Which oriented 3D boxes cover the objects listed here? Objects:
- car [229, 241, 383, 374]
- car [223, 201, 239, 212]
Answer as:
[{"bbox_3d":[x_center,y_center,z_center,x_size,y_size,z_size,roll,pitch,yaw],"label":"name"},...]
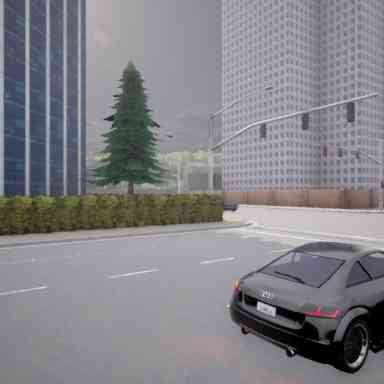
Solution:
[{"bbox_3d":[2.661,1.564,5.679,4.181,1.385,1.994,0,0,-35],"label":"car"},{"bbox_3d":[3.178,1.601,38.090,1.895,1.301,4.718,0,0,-35],"label":"car"}]
